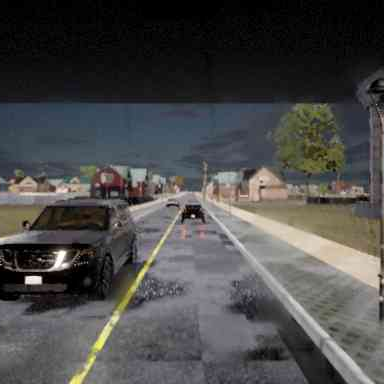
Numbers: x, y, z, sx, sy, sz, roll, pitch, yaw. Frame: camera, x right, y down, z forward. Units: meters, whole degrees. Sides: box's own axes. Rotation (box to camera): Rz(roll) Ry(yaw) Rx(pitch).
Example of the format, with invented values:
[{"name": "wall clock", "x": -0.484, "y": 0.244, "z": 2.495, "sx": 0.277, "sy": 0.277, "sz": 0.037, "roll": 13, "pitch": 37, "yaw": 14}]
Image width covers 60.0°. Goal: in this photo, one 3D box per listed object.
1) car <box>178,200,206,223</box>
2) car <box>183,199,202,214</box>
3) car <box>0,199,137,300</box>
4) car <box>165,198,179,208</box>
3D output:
[{"name": "car", "x": 0.095, "y": 1.561, "z": 26.100, "sx": 1.812, "sy": 1.442, "sz": 4.674, "roll": 0, "pitch": 0, "yaw": 0}, {"name": "car", "x": 0.064, "y": 1.594, "z": 37.745, "sx": 2.033, "sy": 1.411, "sz": 5.357, "roll": 0, "pitch": 0, "yaw": 0}, {"name": "car", "x": -2.851, "y": 1.234, "z": 8.743, "sx": 2.150, "sy": 2.045, "sz": 5.566, "roll": 0, "pitch": 0, "yaw": 0}, {"name": "car", "x": -2.843, "y": 1.601, "z": 49.132, "sx": 2.033, "sy": 1.411, "sz": 5.357, "roll": 0, "pitch": 0, "yaw": 0}]
